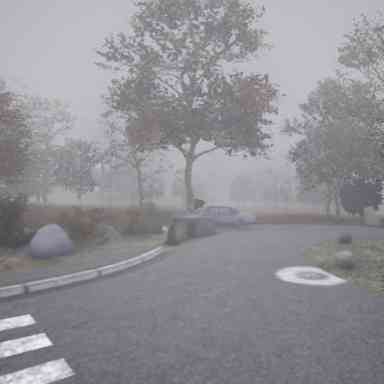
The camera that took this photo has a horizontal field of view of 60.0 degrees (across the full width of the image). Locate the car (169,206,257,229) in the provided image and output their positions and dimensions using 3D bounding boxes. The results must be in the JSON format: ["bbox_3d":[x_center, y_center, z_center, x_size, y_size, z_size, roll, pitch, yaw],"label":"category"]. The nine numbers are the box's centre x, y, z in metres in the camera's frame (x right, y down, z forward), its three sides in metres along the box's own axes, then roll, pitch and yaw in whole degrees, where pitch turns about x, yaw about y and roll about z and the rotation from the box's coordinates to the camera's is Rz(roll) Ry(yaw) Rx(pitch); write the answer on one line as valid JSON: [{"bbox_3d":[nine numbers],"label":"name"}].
[{"bbox_3d":[1.345,1.570,20.810,5.357,1.411,2.033,1,0,-16],"label":"car"}]
